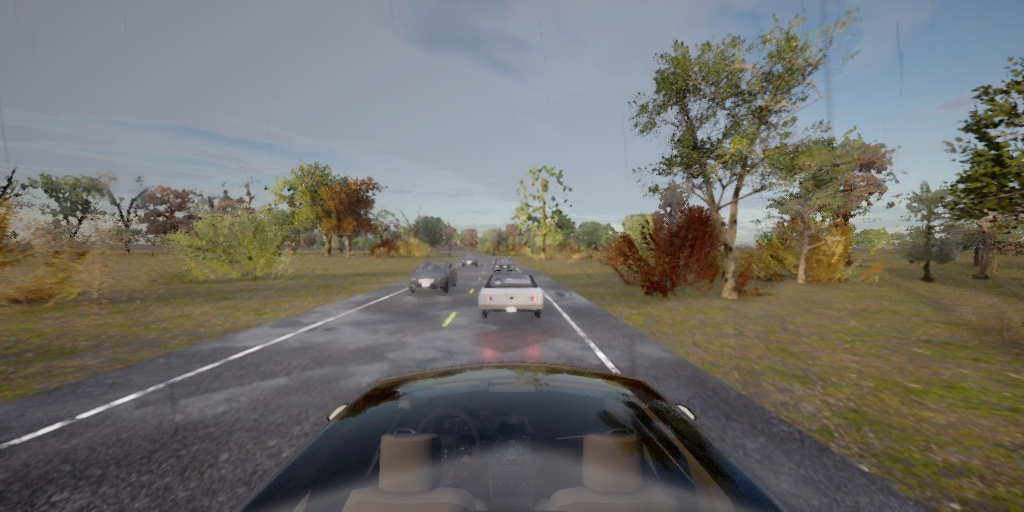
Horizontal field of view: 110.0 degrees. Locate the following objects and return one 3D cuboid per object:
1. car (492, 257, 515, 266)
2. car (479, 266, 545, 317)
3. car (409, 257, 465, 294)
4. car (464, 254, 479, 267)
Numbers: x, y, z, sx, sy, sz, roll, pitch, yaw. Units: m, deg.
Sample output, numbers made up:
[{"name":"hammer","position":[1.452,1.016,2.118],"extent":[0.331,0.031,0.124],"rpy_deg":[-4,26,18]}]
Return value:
[{"name":"car","position":[-0.667,0.824,30.580],"extent":[2.033,1.411,5.357],"rpy_deg":[0,1,-3]},{"name":"car","position":[-0.049,1.184,12.263],"extent":[1.895,1.301,4.718],"rpy_deg":[0,1,-1]},{"name":"car","position":[-3.889,0.980,18.352],"extent":[2.128,1.511,4.902],"rpy_deg":[0,1,-2]},{"name":"car","position":[-5.005,0.546,43.174],"extent":[2.128,1.511,4.902],"rpy_deg":[0,1,-4]}]
